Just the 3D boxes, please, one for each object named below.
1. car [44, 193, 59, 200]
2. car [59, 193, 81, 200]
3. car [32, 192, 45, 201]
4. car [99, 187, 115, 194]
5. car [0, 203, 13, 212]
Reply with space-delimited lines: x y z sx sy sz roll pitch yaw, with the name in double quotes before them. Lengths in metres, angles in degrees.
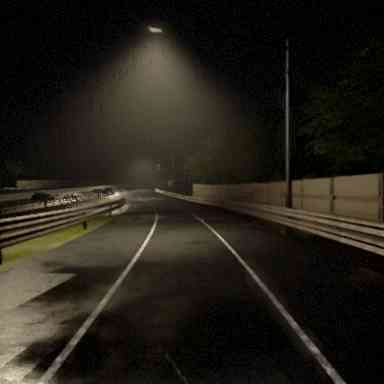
"car" -28.811 1.061 71.075 1.895 1.301 4.718 0 3 7
"car" -25.339 1.012 70.627 2.128 1.511 4.902 0 3 7
"car" -32.291 0.805 71.436 2.097 1.767 4.553 0 3 7
"car" -22.859 -0.098 90.690 1.837 1.490 4.892 0 3 7
"car" -28.156 2.308 47.831 2.033 1.411 5.357 0 3 7
